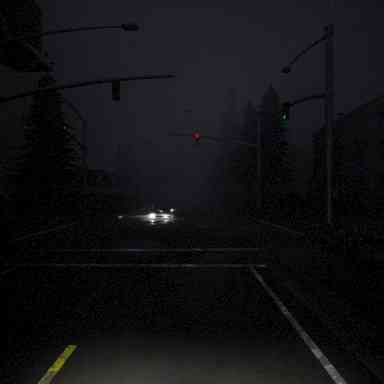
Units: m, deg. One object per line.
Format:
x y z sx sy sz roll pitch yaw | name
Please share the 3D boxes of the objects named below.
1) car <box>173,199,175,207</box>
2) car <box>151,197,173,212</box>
-3.520 1.505 48.336 1.837 1.490 4.892 0 0 0 | car
-3.550 1.601 38.211 1.895 1.301 4.718 0 0 0 | car
